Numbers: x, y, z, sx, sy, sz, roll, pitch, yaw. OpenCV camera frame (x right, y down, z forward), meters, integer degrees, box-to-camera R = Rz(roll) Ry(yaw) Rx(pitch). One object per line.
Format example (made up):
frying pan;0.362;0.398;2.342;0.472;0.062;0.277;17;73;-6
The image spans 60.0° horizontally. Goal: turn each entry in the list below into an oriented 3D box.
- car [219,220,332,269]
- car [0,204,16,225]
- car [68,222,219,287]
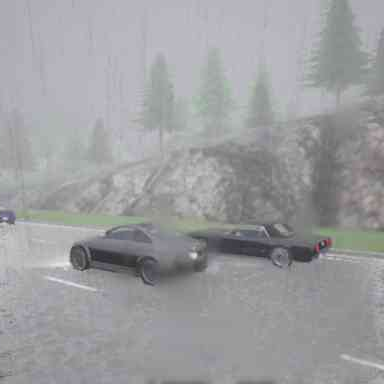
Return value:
car;2.001;1.603;11.173;4.718;1.301;1.895;0;0;35
car;-13.593;1.505;22.315;4.674;1.442;1.812;0;0;36
car;-1.602;1.561;9.460;4.181;1.385;1.994;0;0;35
